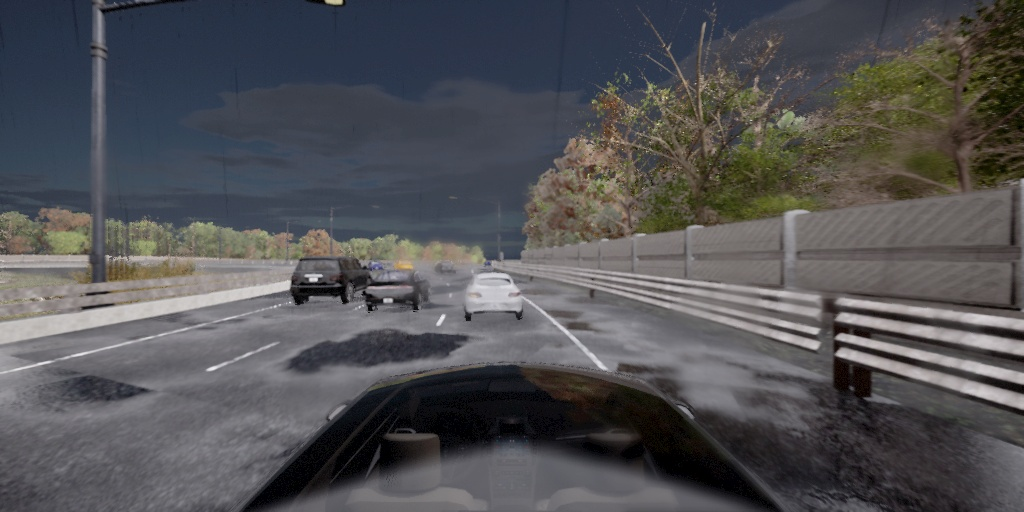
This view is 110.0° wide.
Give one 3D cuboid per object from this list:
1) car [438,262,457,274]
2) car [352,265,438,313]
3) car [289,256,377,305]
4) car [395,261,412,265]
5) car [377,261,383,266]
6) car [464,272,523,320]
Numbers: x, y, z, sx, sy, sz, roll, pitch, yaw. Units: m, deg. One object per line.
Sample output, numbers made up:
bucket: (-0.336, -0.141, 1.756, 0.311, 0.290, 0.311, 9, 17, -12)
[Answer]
car: (-7.947, 1.416, 42.537, 2.033, 1.411, 5.357, 0, 0, -22)
car: (-4.407, 1.285, 14.390, 2.128, 1.511, 4.902, 0, 0, -6)
car: (-8.224, 1.034, 16.788, 2.150, 2.045, 5.566, 0, 0, -8)
car: (-15.225, 1.389, 50.131, 1.882, 1.535, 5.008, 0, 0, -26)
car: (-19.371, 1.452, 50.535, 1.812, 1.442, 4.674, 0, 0, -28)
car: (-0.709, 1.303, 12.761, 1.812, 1.442, 4.674, 0, 0, -6)
